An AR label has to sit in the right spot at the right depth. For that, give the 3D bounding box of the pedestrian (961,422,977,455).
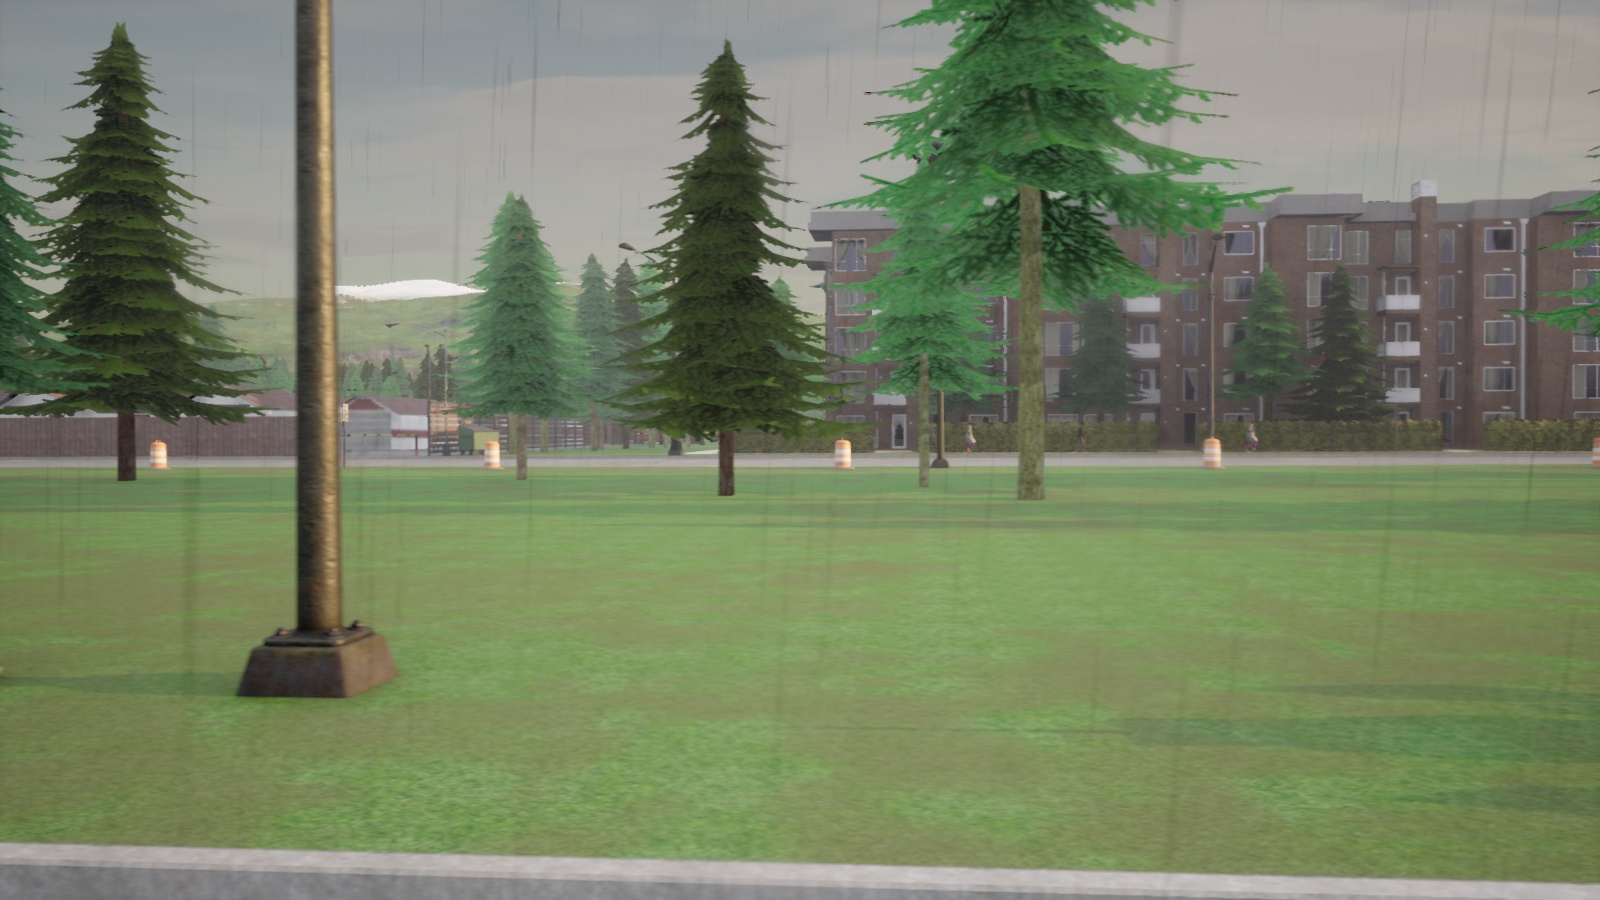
[{"bbox_3d":[9.917,-0.687,73.744,0.873,1.952,0.659,0,1,5],"label":"pedestrian"}]

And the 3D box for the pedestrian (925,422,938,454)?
[{"bbox_3d":[7.679,-0.689,73.408,0.694,1.848,0.540,0,1,5],"label":"pedestrian"}]

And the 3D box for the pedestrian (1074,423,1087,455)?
[{"bbox_3d":[16.283,-0.649,72.856,0.703,1.840,0.431,0,1,5],"label":"pedestrian"}]

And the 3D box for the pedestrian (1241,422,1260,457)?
[{"bbox_3d":[25.891,-0.604,72.224,0.873,1.952,0.659,0,1,6],"label":"pedestrian"}]
